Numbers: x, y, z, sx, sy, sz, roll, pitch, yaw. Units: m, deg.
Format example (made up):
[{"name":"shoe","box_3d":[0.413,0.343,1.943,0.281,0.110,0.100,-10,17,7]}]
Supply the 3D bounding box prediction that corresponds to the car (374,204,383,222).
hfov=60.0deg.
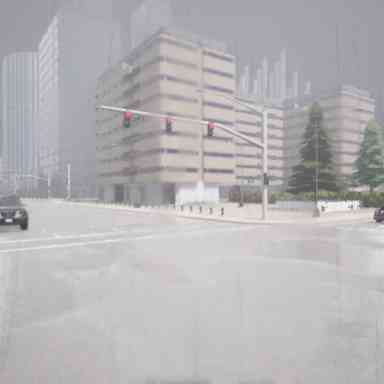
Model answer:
[{"name":"car","box_3d":[14.676,1.207,23.130,4.553,1.767,2.097,0,0,-34]}]

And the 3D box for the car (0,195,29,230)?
[{"name":"car","box_3d":[-11.540,1.211,20.325,2.150,2.045,5.566,0,0,-35]}]
